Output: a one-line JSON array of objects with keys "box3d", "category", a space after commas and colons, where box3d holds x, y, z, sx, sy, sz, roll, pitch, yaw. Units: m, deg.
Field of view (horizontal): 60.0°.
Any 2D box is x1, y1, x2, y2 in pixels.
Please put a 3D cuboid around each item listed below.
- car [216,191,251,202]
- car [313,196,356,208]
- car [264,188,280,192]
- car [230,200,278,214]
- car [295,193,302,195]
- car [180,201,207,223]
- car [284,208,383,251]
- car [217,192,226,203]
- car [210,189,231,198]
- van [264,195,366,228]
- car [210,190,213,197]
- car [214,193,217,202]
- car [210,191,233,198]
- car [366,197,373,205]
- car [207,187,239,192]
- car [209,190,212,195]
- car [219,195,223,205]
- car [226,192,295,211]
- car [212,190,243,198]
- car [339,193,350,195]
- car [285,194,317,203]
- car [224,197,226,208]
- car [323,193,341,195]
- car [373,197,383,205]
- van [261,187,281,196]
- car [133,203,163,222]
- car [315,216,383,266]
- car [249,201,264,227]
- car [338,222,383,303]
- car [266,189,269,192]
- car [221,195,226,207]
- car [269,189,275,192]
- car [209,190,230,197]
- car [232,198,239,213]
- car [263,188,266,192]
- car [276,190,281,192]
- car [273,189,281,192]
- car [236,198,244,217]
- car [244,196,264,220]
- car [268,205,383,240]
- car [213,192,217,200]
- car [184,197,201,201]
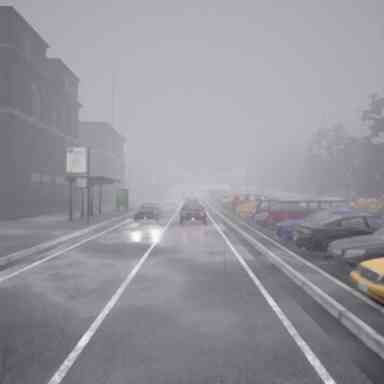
[{"box3d": [6.436, 1.190, 51.086, 4.553, 1.767, 2.185, 0, 1, 0], "category": "car"}, {"box3d": [19.468, 1.401, 45.637, 5.008, 1.535, 2.097, 0, 1, 0], "category": "car"}, {"box3d": [19.591, 0.487, 76.302, 4.674, 1.452, 2.002, 0, 3, 0], "category": "car"}, {"box3d": [6.333, 1.527, 34.370, 4.674, 1.452, 2.002, 0, 0, 0], "category": "car"}, {"box3d": [19.501, 1.189, 56.660, 4.892, 1.521, 2.231, 0, 2, 0], "category": "car"}, {"box3d": [0.070, 1.579, 25.117, 1.895, 1.301, 4.718, 0, 0, 0], "category": "car"}, {"box3d": [6.239, 1.513, 12.104, 5.008, 1.535, 2.097, 0, 0, 0], "category": "car"}, {"box3d": [6.424, 1.239, 48.306, 4.553, 1.767, 2.185, 0, 1, 0], "category": "car"}, {"box3d": [6.539, 0.332, 76.153, 4.553, 1.767, 2.185, 0, 3, 0], "category": "car"}, {"box3d": [6.384, 1.282, 17.670, 4.442, 1.987, 1.878, 0, 0, 0], "category": "van"}, {"box3d": [6.432, 0.968, 65.029, 4.792, 1.488, 2.163, 0, 2, 0], "category": "car"}, {"box3d": [6.445, 1.287, 53.876, 4.792, 1.488, 2.163, 0, 1, 0], "category": "car"}, {"box3d": [6.491, 0.592, 73.383, 5.008, 1.535, 2.097, 0, 2, 0], "category": "car"}, {"box3d": [19.590, 1.486, 31.572, 5.366, 1.575, 1.946, 0, 0, 0], "category": "car"}, {"box3d": [6.513, 0.466, 70.581, 5.566, 2.045, 2.435, 0, 2, 0], "category": "car"}, {"box3d": [6.467, 0.834, 67.805, 4.892, 1.521, 2.231, 0, 2, 0], "category": "car"}, {"box3d": [6.364, 1.438, 42.732, 5.008, 1.535, 2.097, 0, 1, 0], "category": "car"}, {"box3d": [6.353, 1.239, 31.586, 5.566, 2.045, 2.435, 0, 0, 0], "category": "car"}, {"box3d": [6.407, 0.990, 59.445, 4.553, 1.767, 2.185, 0, 2, 0], "category": "car"}, {"box3d": [19.459, 1.351, 37.266, 4.553, 1.767, 2.185, 0, 0, 0], "category": "car"}, {"box3d": [19.514, 1.108, 59.576, 5.008, 1.535, 2.097, 0, 2, 0], "category": "car"}, {"box3d": [6.318, 1.508, 37.156, 4.792, 1.488, 2.163, 0, 0, 0], "category": "car"}, {"box3d": [19.479, 1.183, 42.846, 5.566, 2.045, 2.435, 0, 1, 0], "category": "car"}, {"box3d": [19.364, 1.241, 28.788, 5.566, 2.045, 2.435, 0, 0, 0], "category": "car"}, {"box3d": [19.484, -0.055, 81.740, 4.442, 1.987, 1.878, -1, 3, 0], "category": "van"}, {"box3d": [-3.382, 1.577, 26.281, 1.895, 1.301, 4.718, 0, 0, 0], "category": "car"}, {"box3d": [6.235, 1.555, 9.320, 4.674, 1.452, 2.002, 0, 0, 0], "category": "car"}, {"box3d": [6.285, 1.506, 20.454, 4.892, 1.521, 2.231, 0, 0, 0], "category": "car"}, {"box3d": [6.036, 1.513, 6.538, 5.366, 1.575, 1.946, 0, 0, 0], "category": "car"}, {"box3d": [19.605, 0.617, 73.392, 4.792, 1.488, 2.163, 0, 3, 0], "category": "car"}, {"box3d": [6.354, 1.462, 39.943, 5.008, 1.535, 2.097, 0, 0, 0], "category": "car"}, {"box3d": [19.750, 0.710, 70.601, 5.366, 1.575, 1.946, 0, 2, 0], "category": "car"}, {"box3d": [6.548, 0.346, 78.943, 4.792, 1.488, 2.163, 0, 3, 0], "category": "car"}, {"box3d": [6.308, 1.494, 28.804, 5.008, 1.535, 2.097, 0, 0, 0], "category": "car"}, {"box3d": [19.602, 0.345, 79.083, 4.674, 1.452, 2.002, 0, 3, 0], "category": "car"}, {"box3d": [19.513, 0.960, 65.156, 4.792, 1.488, 2.163, 0, 2, 0], "category": "car"}, {"box3d": [19.738, 0.827, 67.808, 5.366, 1.575, 1.946, 0, 2, 0], "category": "car"}, {"box3d": [6.487, 1.495, 26.020, 5.366, 1.575, 1.946, 0, 0, 0], "category": "car"}, {"box3d": [6.259, 1.376, 23.362, 4.553, 1.767, 2.185, 0, 0, 0], "category": "car"}, {"box3d": [6.261, 1.510, 14.887, 5.008, 1.535, 2.097, 0, 0, 0], "category": "car"}, {"box3d": [6.398, 1.220, 56.663, 4.792, 1.488, 2.163, 0, 1, 0], "category": "car"}, {"box3d": [0.018, 1.398, 41.209, 2.128, 1.511, 4.902, 0, 1, 0], "category": "car"}]
